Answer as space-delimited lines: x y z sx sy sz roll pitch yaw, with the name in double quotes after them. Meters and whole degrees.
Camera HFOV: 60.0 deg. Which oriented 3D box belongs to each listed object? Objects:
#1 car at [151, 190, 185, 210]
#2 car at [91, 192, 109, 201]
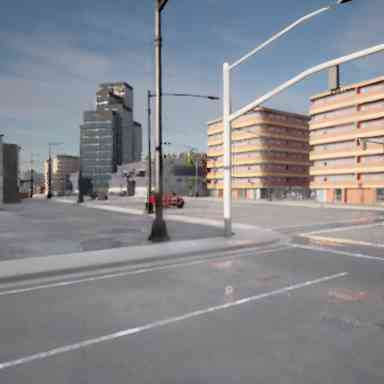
-3.005 0.814 37.550 2.150 2.045 5.566 0 1 -34 "car"
-15.672 0.705 56.217 1.837 1.490 4.892 0 1 -34 "car"
